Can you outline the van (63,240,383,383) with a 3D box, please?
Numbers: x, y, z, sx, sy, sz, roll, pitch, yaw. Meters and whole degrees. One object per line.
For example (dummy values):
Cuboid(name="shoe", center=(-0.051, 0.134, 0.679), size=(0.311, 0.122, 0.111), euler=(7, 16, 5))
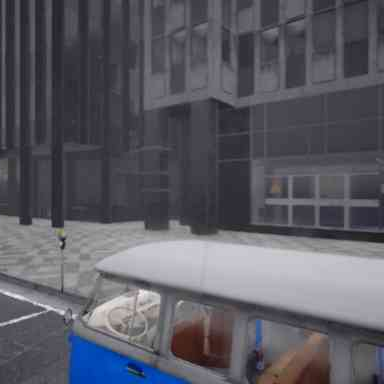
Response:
Cuboid(name="van", center=(0.805, 1.341, 2.270), size=(3.998, 1.788, 1.690), euler=(0, 0, 35))
